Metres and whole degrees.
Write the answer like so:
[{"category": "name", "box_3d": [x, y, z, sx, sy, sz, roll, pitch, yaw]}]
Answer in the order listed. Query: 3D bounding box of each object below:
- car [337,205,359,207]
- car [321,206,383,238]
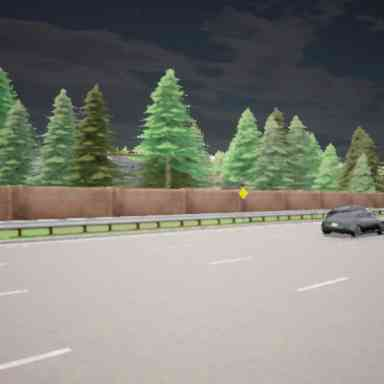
[{"category": "car", "box_3d": [12.308, 1.742, 25.440, 4.892, 1.490, 1.837, 0, 0, -36]}, {"category": "car", "box_3d": [9.268, 1.740, 18.969, 4.181, 1.385, 1.994, 1, 0, -36]}]
